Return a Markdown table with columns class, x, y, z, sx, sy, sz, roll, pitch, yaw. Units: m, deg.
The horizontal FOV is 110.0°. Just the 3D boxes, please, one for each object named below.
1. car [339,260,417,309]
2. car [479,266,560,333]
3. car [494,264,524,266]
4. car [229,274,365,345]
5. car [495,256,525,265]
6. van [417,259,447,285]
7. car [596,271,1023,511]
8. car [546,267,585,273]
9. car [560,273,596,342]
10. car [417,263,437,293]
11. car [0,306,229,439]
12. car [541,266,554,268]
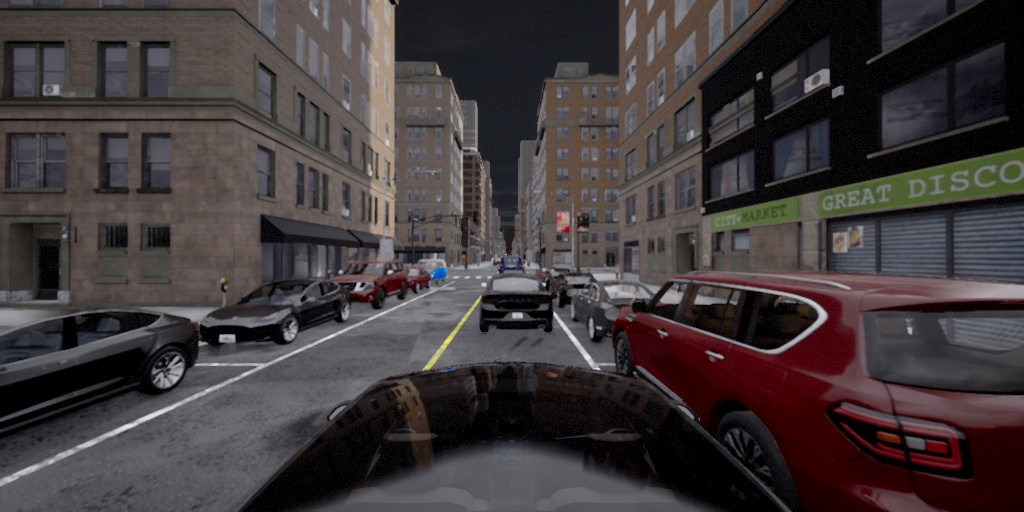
| class | x | y | z | sx | sy | sz | roll | pitch | yaw |
| --- | --- | --- | --- | --- | --- | --- | --- | --- | --- |
| car | -5.882 | 1.083 | 15.150 | 2.192 | 1.841 | 5.009 | 0 | 0 | 0 |
| car | 0.072 | 1.240 | 10.835 | 1.882 | 1.535 | 5.008 | 0 | 0 | -1 |
| car | 0.064 | 1.338 | 19.970 | 1.994 | 1.385 | 4.181 | 0 | 0 | -1 |
| car | -5.871 | 1.327 | 9.565 | 1.948 | 1.339 | 4.313 | 0 | 0 | 0 |
| car | -0.059 | 1.011 | 29.857 | 2.150 | 2.045 | 5.566 | 0 | 0 | 0 |
| van | -5.903 | 1.123 | 26.322 | 1.690 | 1.789 | 3.998 | 0 | 0 | 0 |
| car | 2.665 | 1.068 | 4.001 | 2.192 | 1.841 | 5.009 | 0 | 0 | 0 |
| car | 2.643 | 1.334 | 15.170 | 1.948 | 1.339 | 4.313 | 0 | 0 | 0 |
| car | 2.654 | 1.311 | 9.586 | 2.007 | 1.370 | 4.403 | 0 | 0 | 0 |
| car | -5.893 | 1.321 | 20.737 | 1.888 | 1.381 | 4.507 | 0 | 0 | 0 |
| car | -5.861 | 1.319 | 3.978 | 1.948 | 1.339 | 4.313 | 0 | 0 | 0 |
| car | 2.633 | 1.341 | 20.756 | 1.948 | 1.339 | 4.313 | 0 | 0 | 0 |
